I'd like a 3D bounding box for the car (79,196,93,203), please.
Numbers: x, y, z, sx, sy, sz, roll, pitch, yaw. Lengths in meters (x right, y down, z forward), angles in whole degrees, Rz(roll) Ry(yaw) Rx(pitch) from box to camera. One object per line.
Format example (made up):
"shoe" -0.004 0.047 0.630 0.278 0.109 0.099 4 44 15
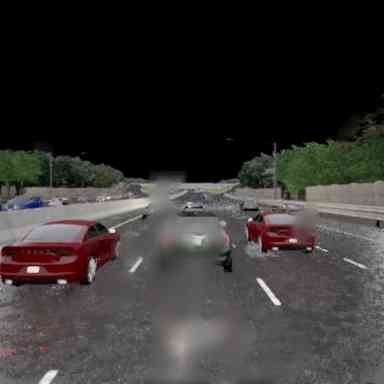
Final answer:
"car" -23.963 1.782 75.195 1.837 1.490 4.892 0 0 1

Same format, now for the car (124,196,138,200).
"car" -13.452 1.705 75.866 1.837 1.490 4.892 0 0 1

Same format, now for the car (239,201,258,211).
"car" 7.267 1.797 42.740 1.994 1.385 4.181 0 0 0

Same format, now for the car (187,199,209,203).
"car" 0.177 1.652 29.760 2.128 1.511 4.902 0 0 0

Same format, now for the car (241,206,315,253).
"car" 3.513 1.549 14.002 1.882 1.535 5.008 0 0 0

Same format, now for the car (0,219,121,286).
"car" -3.394 1.524 9.589 1.882 1.535 5.008 0 0 0

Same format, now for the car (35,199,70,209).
"car" -13.984 1.711 34.393 1.812 1.442 4.674 0 0 1

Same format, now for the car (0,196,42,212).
"car" -17.482 1.408 34.802 2.150 2.045 5.566 0 0 0

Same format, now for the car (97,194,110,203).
"car" -20.430 1.419 77.341 2.150 2.045 5.566 0 0 1

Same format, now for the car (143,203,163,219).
"car" -3.317 1.729 30.627 1.994 1.385 4.181 0 0 0

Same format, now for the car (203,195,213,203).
"car" 4.150 2.026 82.225 1.895 1.301 4.718 0 0 1

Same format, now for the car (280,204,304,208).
"car" 7.141 1.622 24.290 2.128 1.511 4.902 0 0 0

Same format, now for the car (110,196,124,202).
"car" -16.931 1.672 77.316 1.882 1.535 5.008 0 0 1

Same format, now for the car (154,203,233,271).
"car" 0.109 1.407 11.206 2.097 1.767 4.553 0 0 0
